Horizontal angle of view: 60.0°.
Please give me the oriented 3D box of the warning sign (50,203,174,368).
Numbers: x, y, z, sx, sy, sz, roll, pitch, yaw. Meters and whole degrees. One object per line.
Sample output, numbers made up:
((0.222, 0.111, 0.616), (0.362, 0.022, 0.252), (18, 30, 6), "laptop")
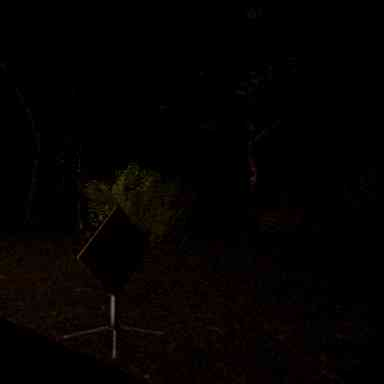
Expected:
((-1.086, 1.115, 4.707), (1.060, 1.860, 1.300), (1, 0, 35), "warning sign")
